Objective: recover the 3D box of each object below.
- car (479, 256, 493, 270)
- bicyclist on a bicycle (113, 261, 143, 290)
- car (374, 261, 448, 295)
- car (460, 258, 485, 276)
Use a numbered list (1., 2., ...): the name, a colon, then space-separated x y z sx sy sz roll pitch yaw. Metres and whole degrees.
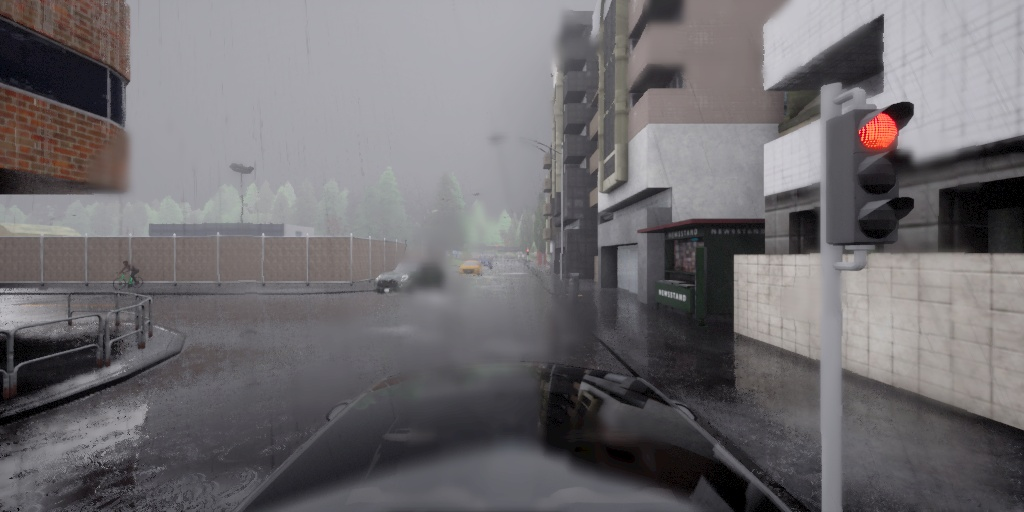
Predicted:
1. car: -4.034 0.948 53.216 2.150 2.045 5.566 0 0 0
2. bicyclist on a bicycle: -22.184 1.099 20.738 0.582 1.620 1.656 0 0 0
3. car: -5.401 1.101 19.703 2.097 1.767 4.553 0 0 19
4. car: -4.116 1.227 36.669 1.882 1.535 5.008 0 0 0
